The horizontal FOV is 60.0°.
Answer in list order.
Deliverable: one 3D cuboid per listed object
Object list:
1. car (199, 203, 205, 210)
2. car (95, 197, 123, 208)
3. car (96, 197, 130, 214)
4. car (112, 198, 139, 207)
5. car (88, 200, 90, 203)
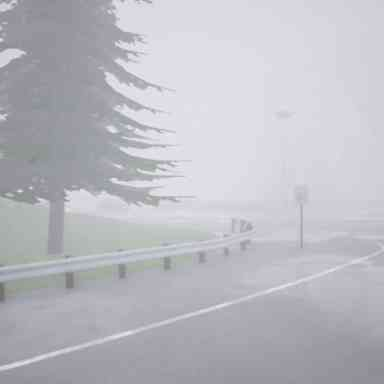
[{"bbox_3d":[-0.511,1.682,43.405,4.718,1.301,1.895,0,0,45],"label":"car"},{"bbox_3d":[-12.592,1.551,50.472,4.892,1.490,1.837,2,1,45],"label":"car"},{"bbox_3d":[-8.736,1.561,36.767,4.902,1.511,2.128,1,0,45],"label":"car"},{"bbox_3d":[-10.776,1.646,53.613,4.718,1.301,1.895,1,0,45],"label":"car"},{"bbox_3d":[-22.010,1.120,64.926,5.566,2.045,2.150,2,1,45],"label":"car"}]
